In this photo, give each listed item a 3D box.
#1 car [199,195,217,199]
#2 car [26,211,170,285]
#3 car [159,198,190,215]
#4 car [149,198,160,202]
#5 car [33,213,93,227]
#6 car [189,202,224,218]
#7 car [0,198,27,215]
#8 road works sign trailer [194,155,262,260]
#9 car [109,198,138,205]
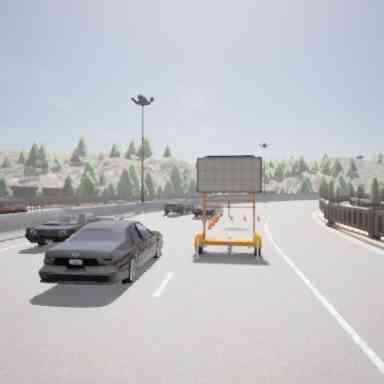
[{"bbox_3d":[3.096,1.365,63.608,1.837,1.490,4.892,0,0,36],"label":"car"},{"bbox_3d":[-2.177,1.523,9.525,2.033,1.411,5.357,0,0,6],"label":"car"},{"bbox_3d":[-1.124,1.416,32.117,1.837,1.490,4.892,0,0,18],"label":"car"},{"bbox_3d":[-4.394,1.460,43.586,1.994,1.385,4.181,0,0,24],"label":"car"},{"bbox_3d":[-5.077,1.561,14.703,1.895,1.301,4.718,0,0,8],"label":"car"},{"bbox_3d":[1.560,1.517,29.136,1.895,1.301,4.718,0,0,16],"label":"car"},{"bbox_3d":[-14.226,1.287,24.152,2.097,1.767,4.553,0,0,12],"label":"car"},{"bbox_3d":[1.390,0.436,12.402,2.380,3.560,2.880,0,0,9],"label":"road works sign trailer"},{"bbox_3d":[-9.987,1.503,48.282,1.895,1.301,4.718,0,0,25],"label":"car"}]
